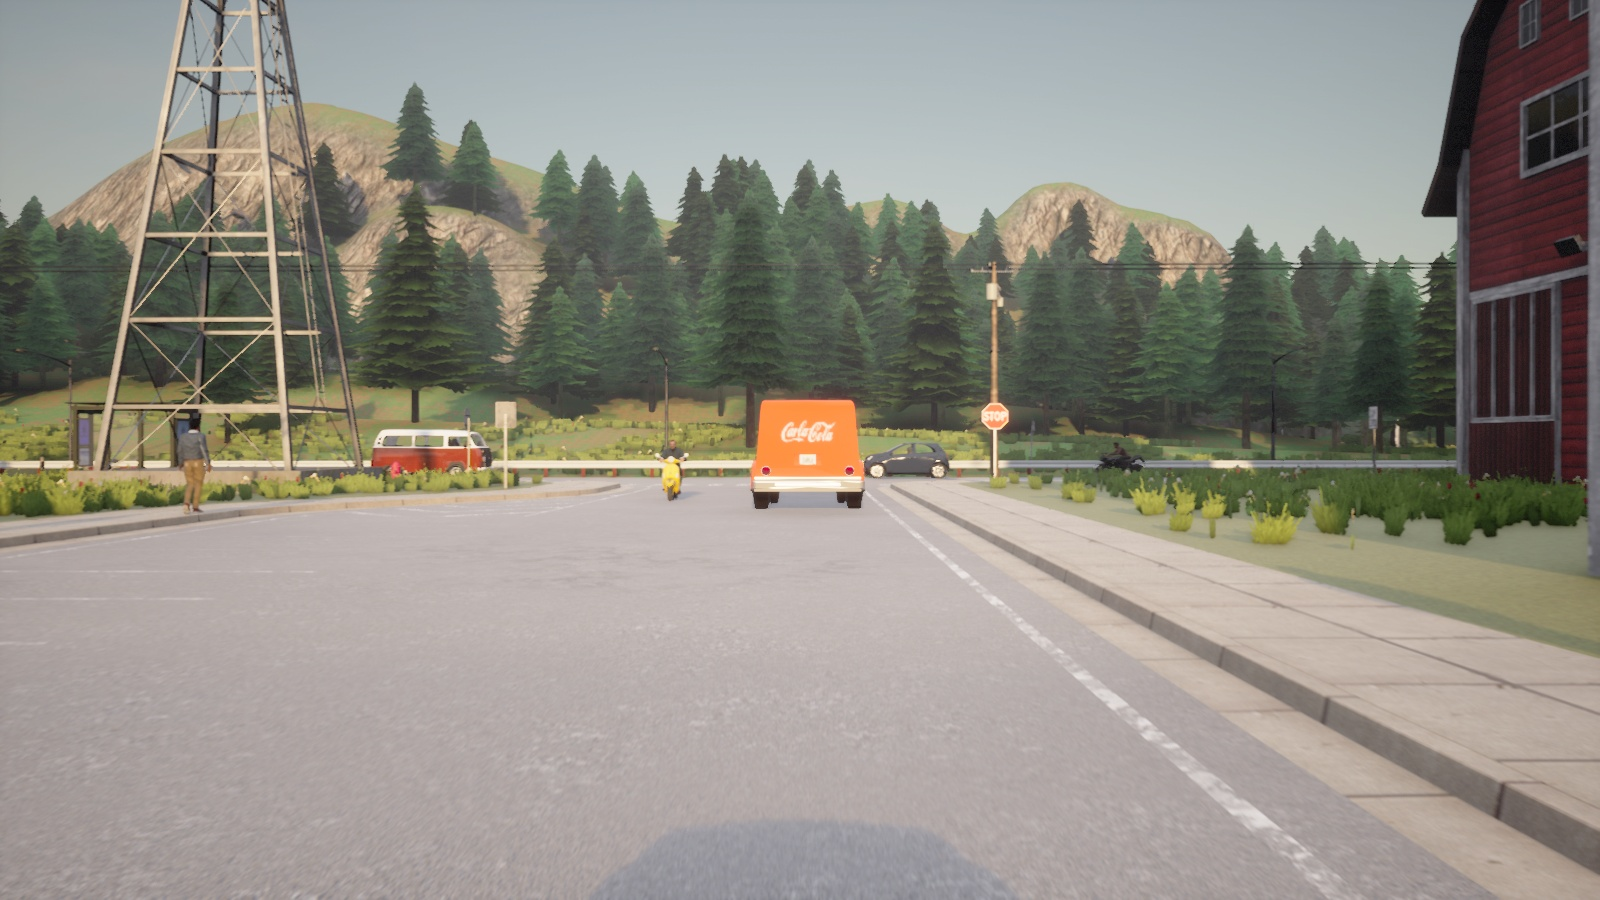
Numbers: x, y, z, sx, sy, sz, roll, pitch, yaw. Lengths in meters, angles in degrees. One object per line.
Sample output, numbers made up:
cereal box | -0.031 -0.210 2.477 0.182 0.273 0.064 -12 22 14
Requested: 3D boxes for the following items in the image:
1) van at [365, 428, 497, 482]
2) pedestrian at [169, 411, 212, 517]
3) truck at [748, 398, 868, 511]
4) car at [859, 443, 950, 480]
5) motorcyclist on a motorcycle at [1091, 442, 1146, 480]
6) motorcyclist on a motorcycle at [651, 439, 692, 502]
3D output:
van | -14.244 0.184 48.613 4.480 2.038 2.069 0 0 1
pedestrian | -11.431 0.260 23.557 0.423 1.949 0.788 0 0 0
truck | 0.187 0.089 29.969 2.627 2.467 5.204 0 0 0
car | 4.279 0.473 51.683 3.633 1.501 1.845 0 0 1
motorcyclist on a motorcycle | 13.044 0.449 51.478 2.044 1.523 0.797 0 0 1
motorcyclist on a motorcycle | -3.311 0.514 32.491 0.866 1.590 1.817 0 0 0
